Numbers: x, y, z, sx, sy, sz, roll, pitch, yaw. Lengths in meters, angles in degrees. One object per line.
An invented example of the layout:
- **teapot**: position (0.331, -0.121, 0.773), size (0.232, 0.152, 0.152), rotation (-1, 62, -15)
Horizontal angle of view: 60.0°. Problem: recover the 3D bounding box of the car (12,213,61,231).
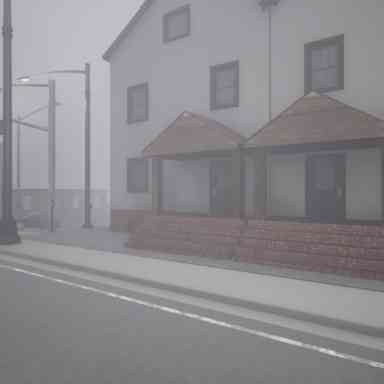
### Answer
- **car**: position (-13.813, 2.564, 28.809), size (1.837, 1.490, 4.892), rotation (0, -9, 36)
